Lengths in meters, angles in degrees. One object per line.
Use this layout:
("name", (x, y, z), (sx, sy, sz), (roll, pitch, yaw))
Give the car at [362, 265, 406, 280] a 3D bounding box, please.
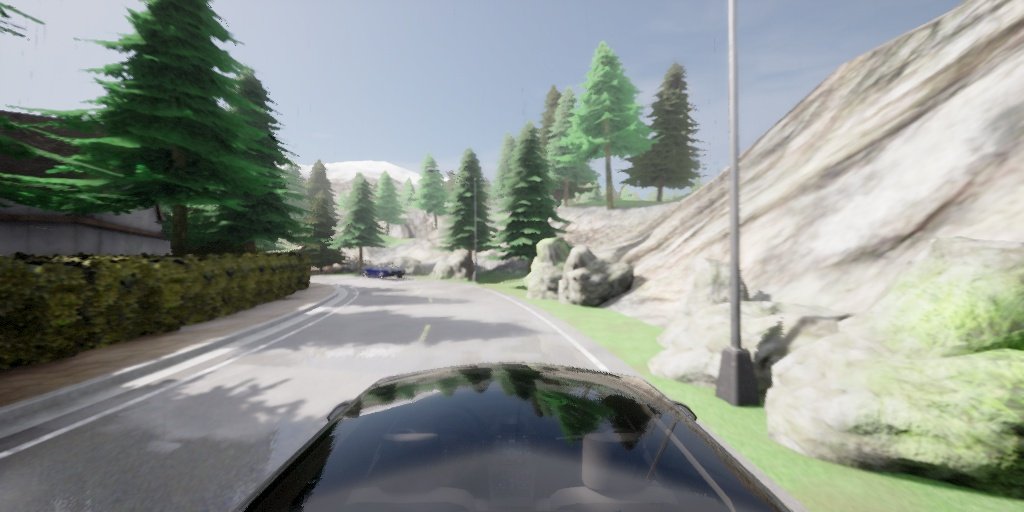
("car", (-11.734, 1.431, 32.625), (4.718, 1.301, 1.895), (0, 0, 42))
